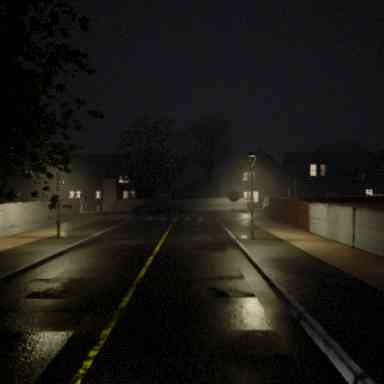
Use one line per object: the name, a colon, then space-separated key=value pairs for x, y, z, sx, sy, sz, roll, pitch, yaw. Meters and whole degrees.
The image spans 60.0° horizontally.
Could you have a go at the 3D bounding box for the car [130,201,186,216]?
car: x=-3.270 y=1.561 z=32.374 sx=5.357 sy=1.411 sz=2.033 roll=0 pitch=-1 yaw=0
